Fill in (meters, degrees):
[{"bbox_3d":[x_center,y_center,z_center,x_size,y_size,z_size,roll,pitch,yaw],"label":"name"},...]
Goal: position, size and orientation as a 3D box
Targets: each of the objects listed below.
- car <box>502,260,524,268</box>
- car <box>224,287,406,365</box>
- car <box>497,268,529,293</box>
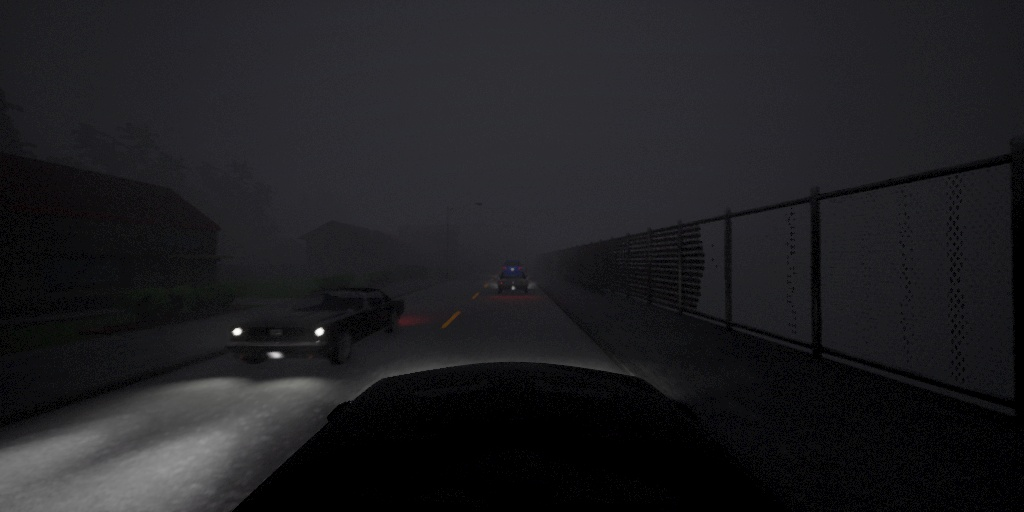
[{"bbox_3d":[0.062,1.447,38.679,2.150,2.045,5.566,0,0,0],"label":"car"},{"bbox_3d":[-4.091,1.437,8.425,1.895,1.301,4.718,0,-1,0],"label":"car"},{"bbox_3d":[0.070,1.626,23.187,1.895,1.301,4.718,0,-1,0],"label":"car"}]
